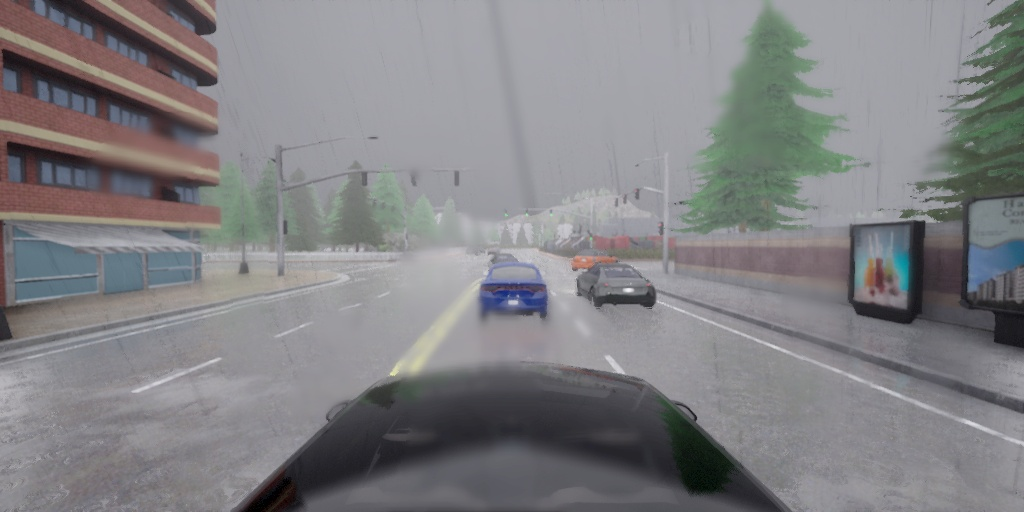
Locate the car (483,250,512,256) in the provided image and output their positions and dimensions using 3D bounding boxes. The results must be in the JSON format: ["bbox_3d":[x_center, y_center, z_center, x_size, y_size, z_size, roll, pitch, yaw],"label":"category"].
[{"bbox_3d":[-0.673,0.525,25.418,2.033,1.411,5.357,0,2,-9],"label":"car"}]

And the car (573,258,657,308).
[{"bbox_3d":[3.579,0.953,12.991,1.994,1.385,4.181,0,2,0],"label":"car"}]

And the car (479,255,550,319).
[{"bbox_3d":[0.069,0.921,11.277,1.882,1.535,5.008,0,2,0],"label":"car"}]

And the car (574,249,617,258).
[{"bbox_3d":[6.532,0.272,27.464,2.097,1.767,4.553,2,3,39],"label":"car"}]
